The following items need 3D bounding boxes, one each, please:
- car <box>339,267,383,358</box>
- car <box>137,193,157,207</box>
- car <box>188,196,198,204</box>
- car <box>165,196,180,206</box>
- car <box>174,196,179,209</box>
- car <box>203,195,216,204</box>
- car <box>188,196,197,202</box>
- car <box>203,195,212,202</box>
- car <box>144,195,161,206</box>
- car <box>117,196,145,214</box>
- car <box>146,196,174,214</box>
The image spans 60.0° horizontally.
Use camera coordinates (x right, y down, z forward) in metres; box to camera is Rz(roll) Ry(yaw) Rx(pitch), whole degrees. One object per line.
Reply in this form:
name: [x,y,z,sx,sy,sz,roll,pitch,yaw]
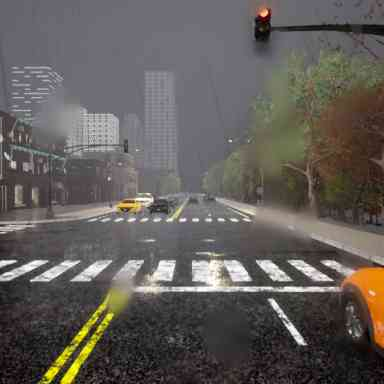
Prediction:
car: [3.360,1.351,3.419,2.097,1.767,4.553,0,0,0]
car: [-6.483,1.206,44.851,2.150,2.045,5.566,0,0,0]
car: [0.245,1.524,63.364,2.033,1.411,5.357,0,0,1]
car: [-3.203,1.471,54.964,2.128,1.511,4.902,0,0,0]
car: [-3.233,1.548,44.935,1.994,1.385,4.181,0,0,0]
car: [3.496,1.468,63.203,2.128,1.511,4.902,0,0,0]
car: [0.181,1.565,74.953,1.895,1.301,4.718,0,0,0]
car: [3.431,1.447,74.900,1.882,1.535,5.008,0,0,0]
car: [-6.454,1.332,54.812,2.097,1.767,4.553,0,0,0]
car: [-6.510,1.466,34.913,1.882,1.535,5.008,0,0,0]
car: [-3.263,1.466,34.925,1.882,1.535,5.008,0,0,0]
